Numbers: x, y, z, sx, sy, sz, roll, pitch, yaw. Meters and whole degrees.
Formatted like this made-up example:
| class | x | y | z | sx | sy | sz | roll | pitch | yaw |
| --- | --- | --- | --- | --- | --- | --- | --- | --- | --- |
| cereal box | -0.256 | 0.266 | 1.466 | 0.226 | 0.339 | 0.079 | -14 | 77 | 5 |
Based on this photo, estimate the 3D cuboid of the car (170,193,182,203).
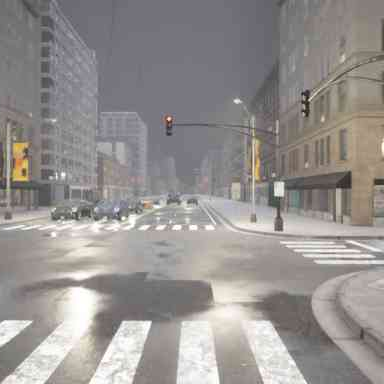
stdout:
| class | x | y | z | sx | sy | sz | roll | pitch | yaw |
| --- | --- | --- | --- | --- | --- | --- | --- | --- | --- |
| car | -3.190 | 1.208 | 68.372 | 2.150 | 2.045 | 5.566 | 0 | 0 | 0 |

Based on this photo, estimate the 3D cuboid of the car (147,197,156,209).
| class | x | y | z | sx | sy | sz | roll | pitch | yaw |
| --- | --- | --- | --- | --- | --- | --- | --- | --- | --- |
| car | -6.540 | 1.474 | 45.786 | 1.882 | 1.535 | 5.008 | 0 | 0 | 0 |

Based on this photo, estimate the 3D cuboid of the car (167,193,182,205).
| class | x | y | z | sx | sy | sz | roll | pitch | yaw |
| --- | --- | --- | --- | --- | --- | --- | --- | --- | --- |
| car | -3.199 | 1.212 | 57.953 | 2.150 | 2.045 | 5.566 | 0 | 0 | 0 |

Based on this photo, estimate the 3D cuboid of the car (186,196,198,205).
| class | x | y | z | sx | sy | sz | roll | pitch | yaw |
| --- | --- | --- | --- | --- | --- | --- | --- | --- | --- |
| car | 0.051 | 1.496 | 57.920 | 1.837 | 1.490 | 4.892 | 0 | 0 | 0 |

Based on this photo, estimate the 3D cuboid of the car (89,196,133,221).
| class | x | y | z | sx | sy | sz | roll | pitch | yaw |
| --- | --- | --- | --- | --- | --- | --- | --- | --- | --- |
| car | -6.565 | 1.352 | 27.443 | 2.097 | 1.767 | 4.553 | 0 | 0 | 0 |

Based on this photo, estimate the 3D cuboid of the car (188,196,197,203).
| class | x | y | z | sx | sy | sz | roll | pitch | yaw |
| --- | --- | --- | --- | --- | --- | --- | --- | --- | --- |
| car | 0.060 | 1.512 | 68.339 | 1.812 | 1.442 | 4.674 | 0 | 0 | 0 |

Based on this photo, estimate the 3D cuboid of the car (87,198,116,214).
| class | x | y | z | sx | sy | sz | roll | pitch | yaw |
| --- | --- | --- | --- | --- | --- | --- | --- | --- | --- |
| car | -9.805 | 1.504 | 36.419 | 1.837 | 1.490 | 4.892 | 0 | 0 | 0 |

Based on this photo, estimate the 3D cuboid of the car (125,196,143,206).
| class | x | y | z | sx | sy | sz | roll | pitch | yaw |
| --- | --- | --- | --- | --- | --- | --- | --- | --- | --- |
| car | -9.760 | 1.483 | 56.663 | 2.128 | 1.511 | 4.902 | 0 | 0 | 1 |

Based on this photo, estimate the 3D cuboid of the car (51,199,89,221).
| class | x | y | z | sx | sy | sz | roll | pitch | yaw |
| --- | --- | --- | --- | --- | --- | --- | --- | --- | --- |
| car | -9.815 | 1.352 | 27.447 | 2.097 | 1.767 | 4.553 | 0 | 0 | 0 |

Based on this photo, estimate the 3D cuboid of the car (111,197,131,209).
| class | x | y | z | sx | sy | sz | roll | pitch | yaw |
| --- | --- | --- | --- | --- | --- | --- | --- | --- | --- |
| car | -9.792 | 1.521 | 46.365 | 1.812 | 1.442 | 4.674 | 0 | 0 | 0 |

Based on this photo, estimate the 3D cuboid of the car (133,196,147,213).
| class | x | y | z | sx | sy | sz | roll | pitch | yaw |
| --- | --- | --- | --- | --- | --- | --- | --- | --- | --- |
| car | -6.551 | 1.490 | 36.282 | 2.128 | 1.511 | 4.902 | 0 | 0 | 0 |

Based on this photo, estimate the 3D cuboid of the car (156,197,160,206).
| class | x | y | z | sx | sy | sz | roll | pitch | yaw |
| --- | --- | --- | --- | --- | --- | --- | --- | --- | --- |
| car | -6.513 | 1.517 | 56.063 | 1.812 | 1.442 | 4.674 | 0 | 0 | 0 |
